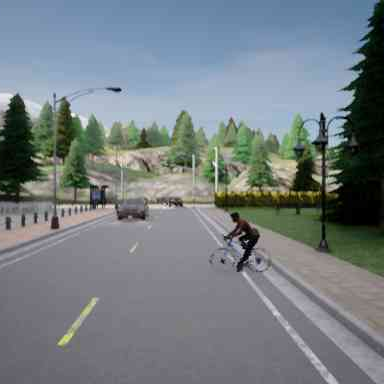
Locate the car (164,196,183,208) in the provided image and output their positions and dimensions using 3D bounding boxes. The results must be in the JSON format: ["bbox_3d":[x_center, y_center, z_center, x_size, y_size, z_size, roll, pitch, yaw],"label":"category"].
[{"bbox_3d":[-2.580,1.322,45.801,1.837,1.490,4.892,0,-1,-15],"label":"car"}]

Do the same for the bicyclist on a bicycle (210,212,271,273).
[{"bbox_3d":[1.311,1.373,8.922,1.656,1.620,0.582,0,0,-3],"label":"bicyclist on a bicycle"}]

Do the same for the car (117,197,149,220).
[{"bbox_3d":[-4.651,1.246,26.691,2.097,1.767,4.553,0,0,-3],"label":"car"}]
